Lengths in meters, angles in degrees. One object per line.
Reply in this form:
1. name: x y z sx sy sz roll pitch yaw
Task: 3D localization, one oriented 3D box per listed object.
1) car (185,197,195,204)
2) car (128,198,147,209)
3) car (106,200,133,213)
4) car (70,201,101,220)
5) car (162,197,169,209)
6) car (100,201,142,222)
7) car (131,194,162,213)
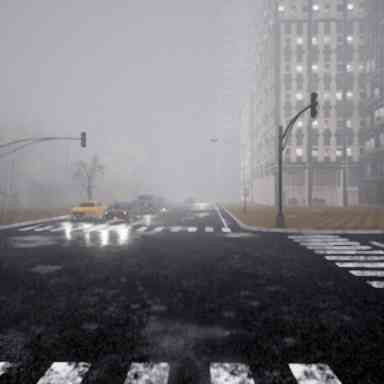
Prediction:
1. car: -0.424 1.730 68.012 2.033 1.411 5.357 0 0 3
2. car: -7.919 1.676 48.734 1.994 1.385 4.181 0 0 3
3. car: -8.406 1.684 38.764 1.895 1.301 4.718 0 0 3
4. car: -8.869 1.533 28.884 1.882 1.535 5.008 0 0 3
5. car: -4.678 1.468 48.342 2.097 1.767 4.553 0 0 3
6. car: -5.689 1.657 27.229 1.895 1.301 4.718 0 0 2
7. car: -5.194 1.307 37.864 2.150 2.045 5.566 0 0 3
